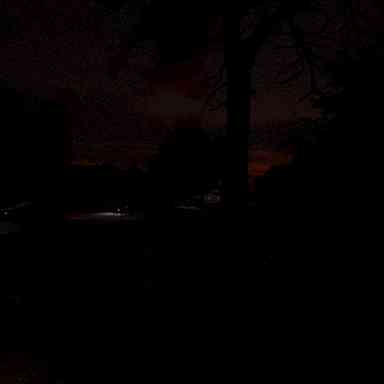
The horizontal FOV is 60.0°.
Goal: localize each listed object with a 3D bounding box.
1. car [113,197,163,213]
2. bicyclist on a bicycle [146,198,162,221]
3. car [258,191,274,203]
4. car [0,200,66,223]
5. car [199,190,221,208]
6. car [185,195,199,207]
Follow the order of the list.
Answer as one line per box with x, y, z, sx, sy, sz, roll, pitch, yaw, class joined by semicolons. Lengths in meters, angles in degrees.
-5.105;1.202;32.205;2.033;1.411;5.357;2;2;35;car
-2.791;1.285;24.299;1.656;1.620;0.582;0;0;36;bicyclist on a bicycle
13.151;0.932;58.892;2.150;2.045;5.566;1;-2;23;car
-11.324;1.315;23.615;1.812;1.442;4.674;2;2;37;car
3.476;0.837;39.803;2.150;2.045;5.566;2;1;30;car
0.965;1.070;41.874;1.812;1.442;4.674;1;1;31;car
